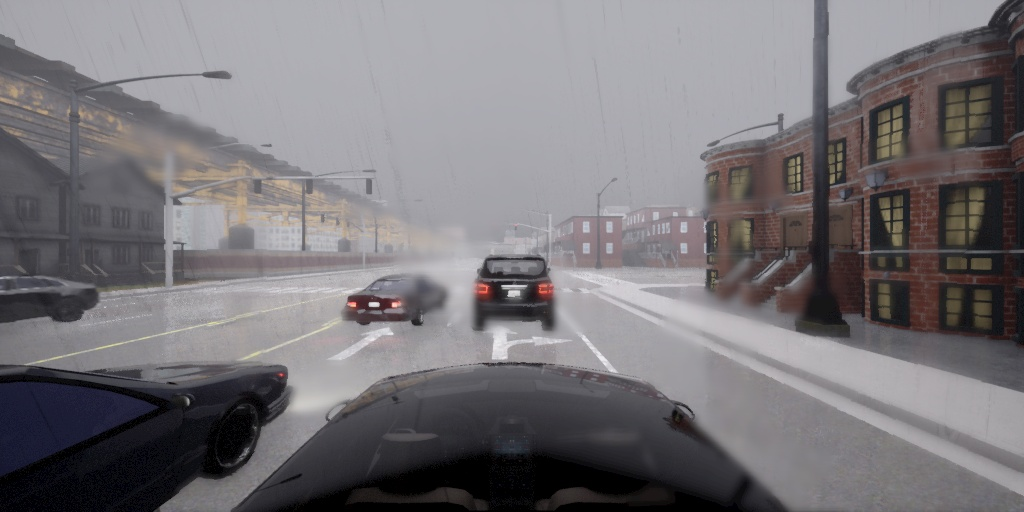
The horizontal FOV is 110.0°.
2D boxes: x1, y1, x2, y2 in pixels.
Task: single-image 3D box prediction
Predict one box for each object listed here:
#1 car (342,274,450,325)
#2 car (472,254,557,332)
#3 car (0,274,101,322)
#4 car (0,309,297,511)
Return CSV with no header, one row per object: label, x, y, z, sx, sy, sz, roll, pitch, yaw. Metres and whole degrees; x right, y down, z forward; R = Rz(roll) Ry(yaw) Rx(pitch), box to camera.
car,-3.441,1.297,11.728,2.033,1.411,5.357,0,0,2
car,0.084,0.971,11.046,2.150,2.045,5.566,0,0,0
car,-14.074,1.242,9.341,2.128,1.511,4.902,0,0,0
car,-3.388,1.297,1.656,2.033,1.411,5.357,0,0,-1
